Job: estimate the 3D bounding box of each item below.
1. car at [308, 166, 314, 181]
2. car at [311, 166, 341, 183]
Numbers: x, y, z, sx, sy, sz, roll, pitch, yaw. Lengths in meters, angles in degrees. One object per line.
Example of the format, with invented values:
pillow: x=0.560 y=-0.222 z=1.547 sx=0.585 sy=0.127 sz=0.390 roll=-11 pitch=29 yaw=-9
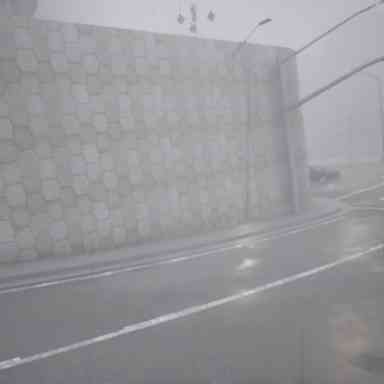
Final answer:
car: x=7.932 y=-1.087 z=29.941 sx=1.882 sy=1.535 sz=5.008 roll=-12 pitch=7 yaw=-35
car: x=11.310 y=-1.690 z=31.144 sx=1.882 sy=1.535 sz=5.008 roll=-12 pitch=7 yaw=-35
